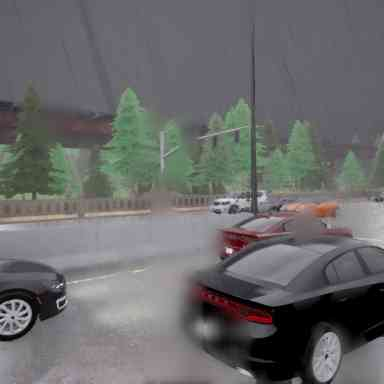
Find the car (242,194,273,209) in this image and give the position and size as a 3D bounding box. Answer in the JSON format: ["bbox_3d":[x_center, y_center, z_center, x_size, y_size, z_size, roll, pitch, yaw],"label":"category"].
[{"bbox_3d":[6.671,1.150,26.012,4.902,1.511,2.128,-1,1,-36],"label":"car"}]

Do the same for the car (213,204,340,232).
[{"bbox_3d":[2.999,1.358,10.238,5.008,1.535,1.882,-1,1,-35],"label":"car"}]

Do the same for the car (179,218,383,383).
[{"bbox_3d":[2.157,1.421,5.351,5.008,1.535,1.882,-1,1,-35],"label":"car"}]

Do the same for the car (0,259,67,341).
[{"bbox_3d":[-4.424,1.504,4.895,4.892,1.490,1.837,0,0,-35],"label":"car"}]

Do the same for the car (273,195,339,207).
[{"bbox_3d":[8.043,1.024,22.687,4.553,1.767,2.097,-1,1,-36],"label":"car"}]

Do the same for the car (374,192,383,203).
[{"bbox_3d":[26.194,0.664,44.314,4.892,1.490,1.837,-1,1,-36],"label":"car"}]

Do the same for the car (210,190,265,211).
[{"bbox_3d":[4.160,0.891,28.517,5.566,2.045,2.150,-1,1,-36],"label":"car"}]
